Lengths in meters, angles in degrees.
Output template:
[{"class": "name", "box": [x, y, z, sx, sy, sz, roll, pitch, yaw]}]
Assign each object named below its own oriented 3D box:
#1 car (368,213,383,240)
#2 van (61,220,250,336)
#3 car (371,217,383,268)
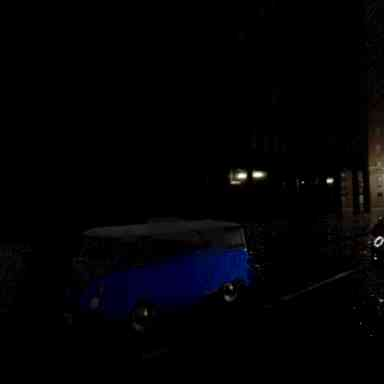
[{"class": "car", "box": [11.585, 1.857, 18.694, 4.206, 1.307, 1.802, 0, -2, -44]}, {"class": "van", "box": [-0.513, 1.528, 6.869, 3.998, 1.788, 1.690, 0, -2, -44]}, {"class": "car", "box": [7.631, 1.508, 10.969, 4.553, 1.767, 2.097, 0, -2, -44]}]
